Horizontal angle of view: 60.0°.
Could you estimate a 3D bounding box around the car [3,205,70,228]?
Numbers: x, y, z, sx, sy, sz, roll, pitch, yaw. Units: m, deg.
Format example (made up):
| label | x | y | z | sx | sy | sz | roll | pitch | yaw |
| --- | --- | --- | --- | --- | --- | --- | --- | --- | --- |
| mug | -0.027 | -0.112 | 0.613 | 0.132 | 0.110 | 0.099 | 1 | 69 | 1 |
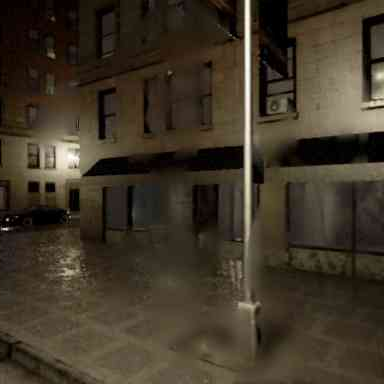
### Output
| label | x | y | z | sx | sy | sz | roll | pitch | yaw |
| --- | --- | --- | --- | --- | --- | --- | --- | --- | --- |
| car | -10.547 | 1.599 | 22.792 | 1.994 | 1.385 | 4.181 | 0 | 0 | 36 |
